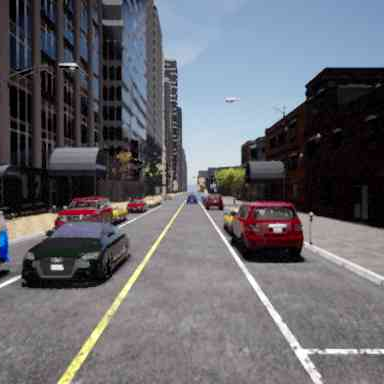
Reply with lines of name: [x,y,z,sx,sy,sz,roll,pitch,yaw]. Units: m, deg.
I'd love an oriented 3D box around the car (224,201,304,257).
car: [2.674,1.267,12.759,2.192,1.841,5.009,-1,0,0]

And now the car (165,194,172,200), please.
car: [-5.710,1.144,79.187,1.967,1.590,4.097,-1,0,0]

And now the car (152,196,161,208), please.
car: [-5.706,1.354,45.808,1.752,1.417,4.829,-1,0,0]

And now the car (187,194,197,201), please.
car: [-0.005,1.104,68.570,1.882,1.535,5.008,0,0,0]

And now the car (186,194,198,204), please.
car: [-0.005,1.259,58.286,1.882,1.535,5.008,0,0,0]

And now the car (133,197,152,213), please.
car: [-5.705,1.414,34.908,1.887,1.381,4.507,-1,0,0]

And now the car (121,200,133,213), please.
car: [-5.704,1.436,23.669,1.752,1.417,4.829,-1,0,0]

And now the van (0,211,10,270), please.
van: [-5.705,1.314,7.233,1.690,1.788,3.998,-1,0,0]

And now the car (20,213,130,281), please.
car: [-3.079,1.528,9.587,1.994,1.385,4.181,0,0,0]

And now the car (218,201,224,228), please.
car: [2.677,1.456,18.464,1.752,1.417,4.829,-1,0,0]

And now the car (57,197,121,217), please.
car: [-5.706,1.246,18.303,2.192,1.841,5.009,-1,0,0]

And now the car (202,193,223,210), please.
car: [2.672,1.164,40.432,2.192,1.841,5.009,-1,0,0]

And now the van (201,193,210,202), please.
van: [2.670,1.086,68.103,1.690,1.788,3.998,-1,0,0]

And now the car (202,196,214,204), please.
car: [2.674,1.369,57.035,1.802,1.307,4.206,-1,0,0]
